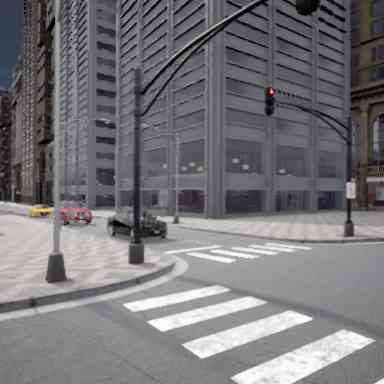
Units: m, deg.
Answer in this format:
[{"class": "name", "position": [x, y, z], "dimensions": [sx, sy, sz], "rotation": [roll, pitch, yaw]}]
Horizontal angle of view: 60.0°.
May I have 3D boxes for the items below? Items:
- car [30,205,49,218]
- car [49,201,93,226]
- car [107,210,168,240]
[{"class": "car", "position": [-18.603, 2.344, 40.873], "dimensions": [1.882, 1.535, 5.008], "rotation": [0, -1, -35]}, {"class": "car", "position": [-10.715, 1.831, 29.696], "dimensions": [2.150, 2.045, 5.566], "rotation": [0, -2, -35]}, {"class": "car", "position": [-3.228, 1.835, 19.125], "dimensions": [1.882, 1.535, 5.008], "rotation": [0, -1, -35]}]
